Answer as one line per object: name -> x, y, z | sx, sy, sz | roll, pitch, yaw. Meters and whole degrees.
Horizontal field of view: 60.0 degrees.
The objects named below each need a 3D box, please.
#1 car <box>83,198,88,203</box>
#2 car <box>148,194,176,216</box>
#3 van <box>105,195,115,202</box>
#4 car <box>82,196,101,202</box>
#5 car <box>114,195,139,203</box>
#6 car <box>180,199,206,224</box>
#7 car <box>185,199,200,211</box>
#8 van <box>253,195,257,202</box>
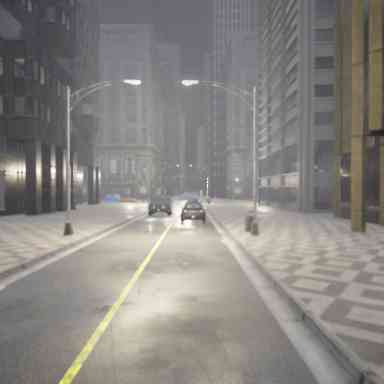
car -> -25.396, 1.829, 76.245 | 4.507, 1.381, 1.887 | 0, 1, 0
car -> -3.101, 1.315, 33.599 | 2.150, 2.045, 5.566 | 0, 0, 0
van -> -20.247, 1.537, 84.787 | 3.998, 1.788, 1.690 | 0, 1, 0
car -> -25.660, 1.747, 84.768 | 4.313, 1.339, 1.947 | 0, 1, 0
car -> -14.646, 1.841, 76.280 | 4.829, 1.417, 1.752 | 0, 1, 0
car -> 0.094, 1.560, 25.716 | 2.128, 1.511, 4.902 | 0, 0, 0
car -> 0.090, 1.631, 42.800 | 1.837, 1.490, 4.892 | 0, 0, 0
van -> 17.737, 1.660, 84.950 | 3.998, 1.788, 1.690 | 0, 0, 0
